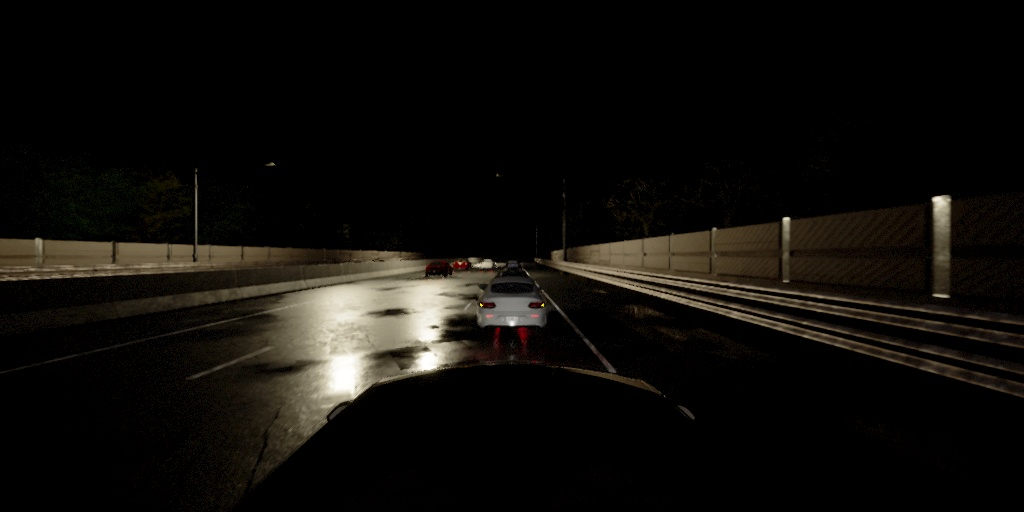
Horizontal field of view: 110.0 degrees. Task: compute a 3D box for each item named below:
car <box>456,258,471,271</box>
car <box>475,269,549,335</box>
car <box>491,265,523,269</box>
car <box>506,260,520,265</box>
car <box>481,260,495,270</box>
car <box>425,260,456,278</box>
[{"bbox_3d":[-6.889,1.068,49.727,2.097,1.767,4.553,0,0,0],"label":"car"},{"bbox_3d":[0.003,1.274,10.394,1.812,1.442,4.674,0,0,0],"label":"car"},{"bbox_3d":[0.000,1.346,18.642,1.895,1.301,4.718,0,0,1],"label":"car"},{"bbox_3d":[0.102,1.303,34.460,1.994,1.385,4.181,0,0,0],"label":"car"},{"bbox_3d":[-3.389,1.240,50.906,1.812,1.442,4.674,0,0,0],"label":"car"},{"bbox_3d":[-6.895,1.217,34.252,1.882,1.535,5.008,0,0,0],"label":"car"}]
